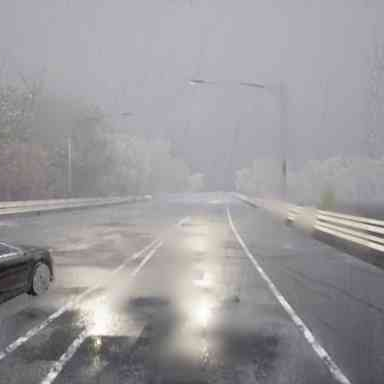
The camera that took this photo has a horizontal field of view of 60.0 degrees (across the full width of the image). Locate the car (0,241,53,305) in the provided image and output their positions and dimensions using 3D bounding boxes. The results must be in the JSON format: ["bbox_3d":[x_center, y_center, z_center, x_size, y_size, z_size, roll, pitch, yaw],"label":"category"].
[{"bbox_3d":[-4.249,1.473,5.739,2.128,1.511,4.902,0,0,5],"label":"car"}]
